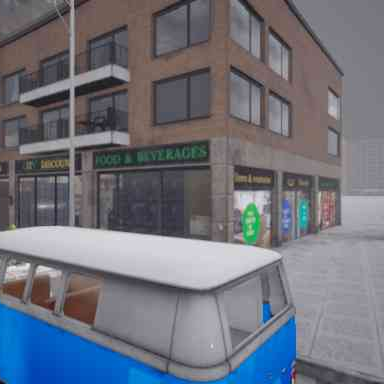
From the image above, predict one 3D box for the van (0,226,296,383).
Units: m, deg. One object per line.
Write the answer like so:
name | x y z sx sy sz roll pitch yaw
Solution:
van | -0.943 1.341 3.533 3.998 1.788 1.690 0 0 36
